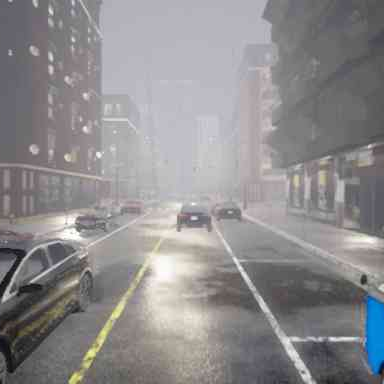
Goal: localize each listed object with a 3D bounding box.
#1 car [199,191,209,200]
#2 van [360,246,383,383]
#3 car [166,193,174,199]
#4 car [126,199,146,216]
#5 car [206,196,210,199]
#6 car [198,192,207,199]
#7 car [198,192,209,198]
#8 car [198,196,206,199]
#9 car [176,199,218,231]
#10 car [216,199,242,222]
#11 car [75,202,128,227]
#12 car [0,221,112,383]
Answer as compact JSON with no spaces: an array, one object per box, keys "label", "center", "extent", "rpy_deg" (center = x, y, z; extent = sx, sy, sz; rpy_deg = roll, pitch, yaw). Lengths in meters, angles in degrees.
[{"label":"car","center":[2.681,0.799,78.239],"extent":[2.192,1.841,5.009],"rpy_deg":[1,0,0]},{"label":"van","center":[2.578,1.327,1.885],"extent":[1.690,1.788,3.998],"rpy_deg":[1,0,0]},{"label":"car","center":[-5.248,1.026,79.671],"extent":[2.008,1.369,4.403],"rpy_deg":[1,0,0]},{"label":"car","center":[-5.245,1.334,30.220],"extent":[1.887,1.381,4.507],"rpy_deg":[1,0,0]},{"label":"car","center":[2.602,1.334,30.240],"extent":[1.887,1.381,4.507],"rpy_deg":[1,0,0]},{"label":"car","center":[2.655,0.882,85.364],"extent":[1.967,1.590,4.097],"rpy_deg":[1,0,0]},{"label":"car","center":[2.767,1.088,68.296],"extent":[1.887,1.381,4.507],"rpy_deg":[1,0,0]},{"label":"car","center":[0.125,1.374,32.678],"extent":[1.895,1.301,4.718],"rpy_deg":[0,0,0]},{"label":"car","center":[0.120,1.366,19.448],"extent":[2.163,1.488,4.792],"rpy_deg":[0,0,0]},{"label":"car","center":[2.597,1.393,24.570],"extent":[1.947,1.339,4.313],"rpy_deg":[1,0,0]},{"label":"car","center":[-5.255,1.418,18.878],"extent":[2.008,1.369,4.403],"rpy_deg":[1,0,0]},{"label":"car","center":[-2.844,1.458,4.677],"extent":[2.128,1.511,4.902],"rpy_deg":[0,0,0]}]
